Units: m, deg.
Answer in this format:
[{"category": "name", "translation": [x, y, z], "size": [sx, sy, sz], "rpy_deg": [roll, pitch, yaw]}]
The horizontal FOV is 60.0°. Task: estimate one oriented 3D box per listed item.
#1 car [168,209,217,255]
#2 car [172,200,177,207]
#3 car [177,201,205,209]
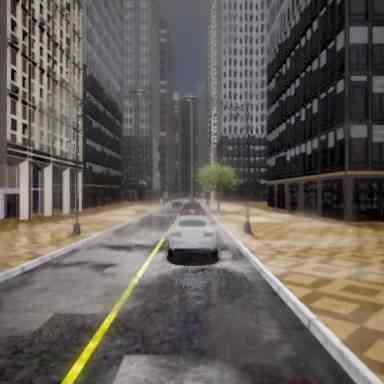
[{"category": "car", "translation": [0.040, 1.672, 13.901], "size": [1.812, 1.442, 4.674], "rpy_deg": [0, 0, 1]}, {"category": "car", "translation": [-2.953, 2.320, 65.294], "size": [1.895, 1.301, 4.718], "rpy_deg": [0, -1, 0]}, {"category": "car", "translation": [0.050, 1.652, 28.405], "size": [2.097, 1.767, 4.553], "rpy_deg": [0, -1, 0]}]
